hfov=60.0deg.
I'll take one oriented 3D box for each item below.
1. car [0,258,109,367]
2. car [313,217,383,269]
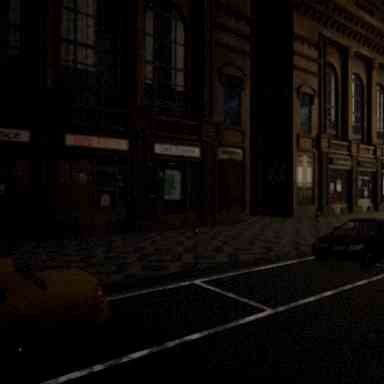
[{"bbox_3d":[-3.551,1.533,4.214,4.829,1.417,1.752,0,1,-36],"label":"car"},{"bbox_3d":[5.725,1.510,10.874,4.206,1.307,1.802,0,1,-36],"label":"car"}]
